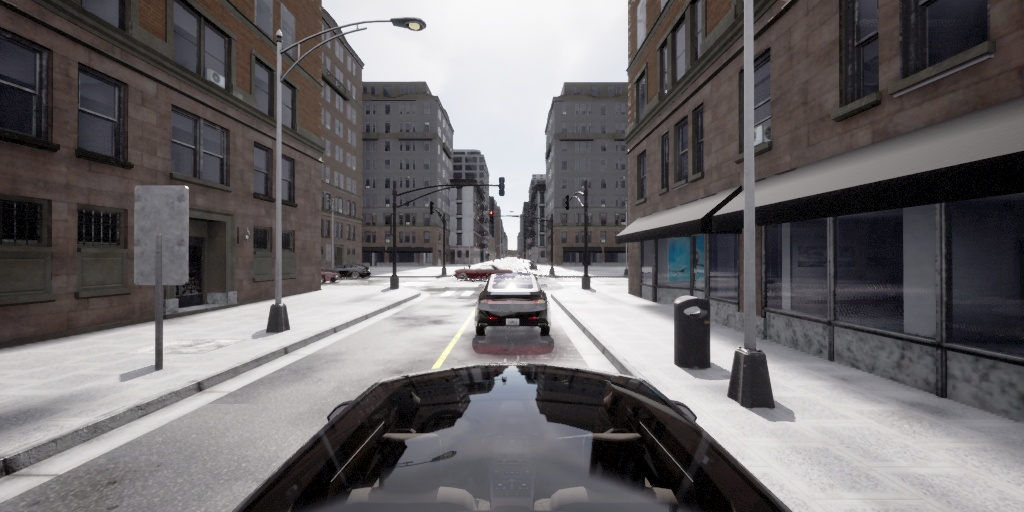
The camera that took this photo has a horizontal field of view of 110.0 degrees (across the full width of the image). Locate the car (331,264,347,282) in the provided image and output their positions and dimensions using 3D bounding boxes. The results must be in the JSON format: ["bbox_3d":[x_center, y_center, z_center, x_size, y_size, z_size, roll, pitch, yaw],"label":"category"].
[{"bbox_3d":[-14.734,1.300,26.096,4.181,1.385,1.994,0,0,0],"label":"car"}]

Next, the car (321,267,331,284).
[{"bbox_3d":[-14.706,1.289,23.552,4.313,1.339,1.948,0,0,0],"label":"car"}]

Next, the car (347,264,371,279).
[{"bbox_3d":[-14.676,1.330,31.579,4.313,1.339,1.948,0,0,0],"label":"car"}]

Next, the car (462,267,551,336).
[{"bbox_3d":[0.025,1.242,10.362,2.128,1.511,4.902,0,0,0],"label":"car"}]
